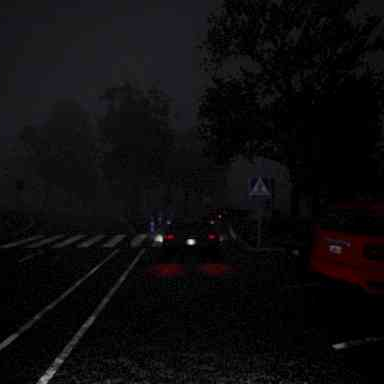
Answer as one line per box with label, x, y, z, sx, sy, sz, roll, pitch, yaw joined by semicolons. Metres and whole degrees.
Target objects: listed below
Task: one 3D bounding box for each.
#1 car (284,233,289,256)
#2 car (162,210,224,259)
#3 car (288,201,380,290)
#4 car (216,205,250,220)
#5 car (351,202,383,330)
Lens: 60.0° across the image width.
car;5.236;1.507;10.427;4.892;1.521;2.231;1;0;-21
car;-0.054;1.581;12.702;1.994;1.385;4.181;0;0;-1
car;5.311;1.252;7.467;5.566;2.045;2.435;1;0;-21
car;3.734;1.911;31.138;1.895;1.301;4.718;1;-1;34
car;5.290;1.248;4.465;5.566;2.045;2.435;1;0;-21
